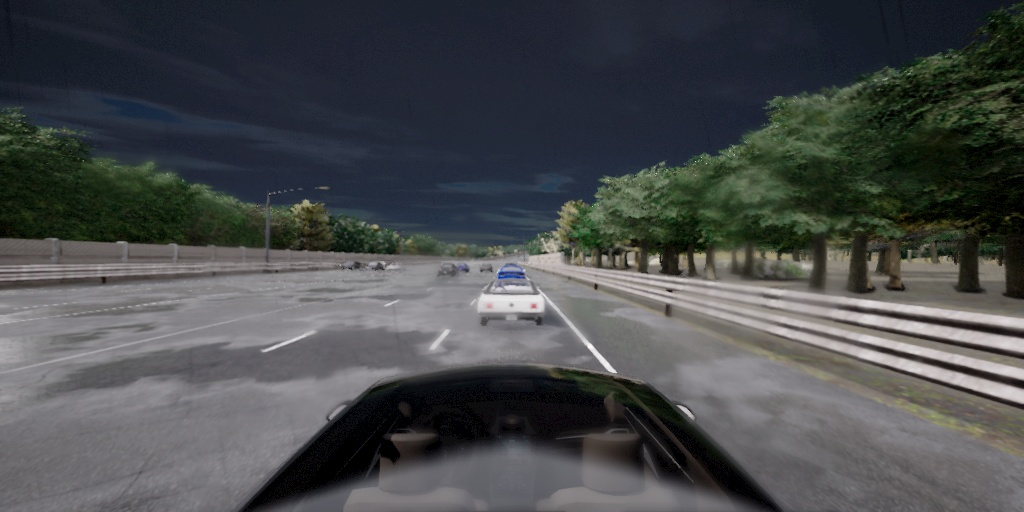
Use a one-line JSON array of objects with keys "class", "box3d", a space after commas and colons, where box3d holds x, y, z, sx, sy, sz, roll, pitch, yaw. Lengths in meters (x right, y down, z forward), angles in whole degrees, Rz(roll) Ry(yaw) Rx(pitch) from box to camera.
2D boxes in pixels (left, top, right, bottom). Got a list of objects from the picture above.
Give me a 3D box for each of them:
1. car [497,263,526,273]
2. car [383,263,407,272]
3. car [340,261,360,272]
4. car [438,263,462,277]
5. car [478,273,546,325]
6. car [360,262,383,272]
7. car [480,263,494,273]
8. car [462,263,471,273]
[{"class": "car", "box3d": [-0.040, 1.421, 25.916, 1.882, 1.535, 5.008, 0, -1, 0]}, {"class": "car", "box3d": [-18.067, 1.774, 56.277, 1.895, 1.301, 4.718, 0, -1, -1]}, {"class": "car", "box3d": [-25.041, 1.543, 56.059, 1.837, 1.490, 4.892, 2, -1, -1]}, {"class": "car", "box3d": [-7.094, 1.581, 40.200, 1.812, 1.442, 4.674, 0, -1, -1]}, {"class": "car", "box3d": [-0.002, 1.410, 11.949, 1.895, 1.301, 4.718, 0, -1, 0]}, {"class": "car", "box3d": [-21.562, 1.676, 56.290, 1.812, 1.442, 4.674, 0, -1, -1]}, {"class": "car", "box3d": [-3.884, 1.738, 54.718, 2.128, 1.511, 4.902, 0, -1, -1]}, {"class": "car", "box3d": [-7.350, 1.732, 53.186, 1.812, 1.442, 4.674, 0, -1, -2]}]
